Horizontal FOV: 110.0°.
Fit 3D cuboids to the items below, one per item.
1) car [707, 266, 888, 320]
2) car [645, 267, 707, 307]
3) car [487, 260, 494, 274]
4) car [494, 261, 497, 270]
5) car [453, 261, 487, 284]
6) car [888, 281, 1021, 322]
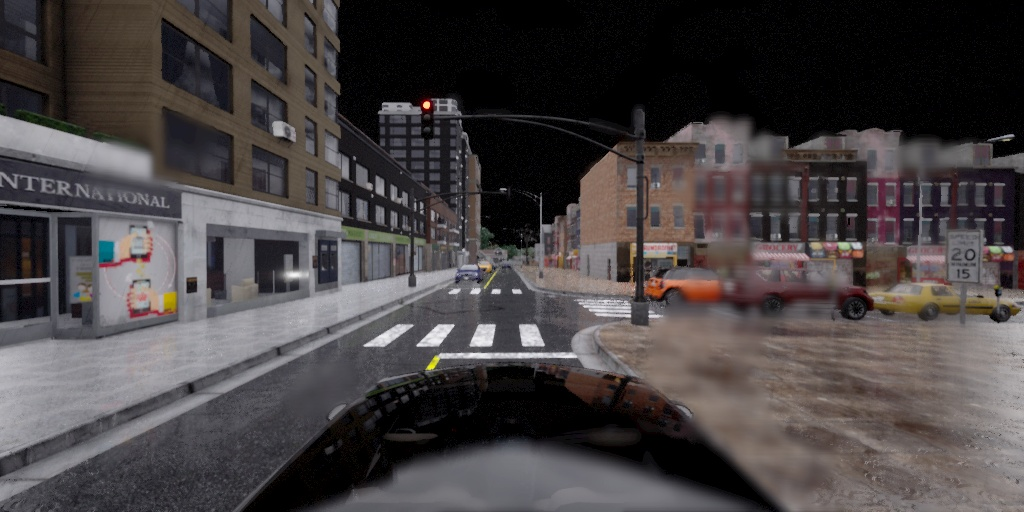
[{"bbox_3d":[10.601,1.341,13.644,5.009,1.841,2.192,0,0,-1],"label":"car"},{"bbox_3d":[8.537,1.317,16.170,4.553,1.767,2.097,1,0,1],"label":"car"},{"bbox_3d":[-3.578,1.413,45.221,1.882,1.535,5.008,0,-1,-1],"label":"car"},{"bbox_3d":[-3.778,1.507,62.672,2.097,1.767,4.553,0,-1,-1],"label":"car"},{"bbox_3d":[-3.292,1.340,28.251,1.812,1.442,4.674,0,0,0],"label":"car"},{"bbox_3d":[16.316,1.654,13.729,4.829,1.417,1.751,0,0,-1],"label":"car"}]
